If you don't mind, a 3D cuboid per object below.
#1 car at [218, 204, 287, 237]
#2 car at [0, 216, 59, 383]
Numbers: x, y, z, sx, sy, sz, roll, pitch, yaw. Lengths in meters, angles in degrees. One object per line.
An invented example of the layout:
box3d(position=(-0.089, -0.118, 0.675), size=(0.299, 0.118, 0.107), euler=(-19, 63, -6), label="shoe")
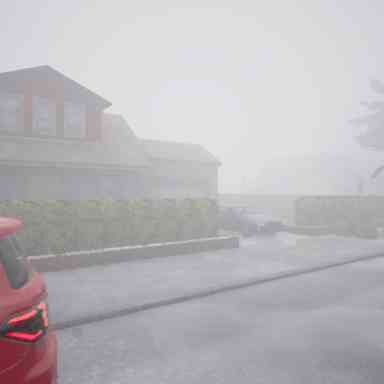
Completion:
box3d(position=(2.260, 1.356, 16.995), size=(2.033, 1.415, 5.357), euler=(0, 0, -33), label="car")
box3d(position=(-3.761, 1.221, 1.925), size=(5.566, 2.045, 2.150), euler=(0, 0, -35), label="car")
